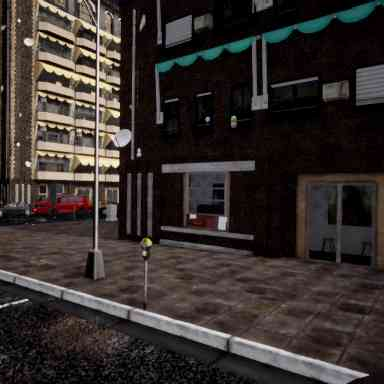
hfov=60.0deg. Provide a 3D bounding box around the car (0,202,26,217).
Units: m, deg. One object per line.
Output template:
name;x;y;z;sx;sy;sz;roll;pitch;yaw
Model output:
car;-17.451;1.627;32.131;2.008;1.369;4.403;1;0;36

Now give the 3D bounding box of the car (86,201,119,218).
car;-7.427;1.826;31.604;1.947;1.339;4.313;1;0;36

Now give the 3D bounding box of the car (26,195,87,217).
car;-13.152;1.374;33.576;2.150;2.045;5.566;1;0;37

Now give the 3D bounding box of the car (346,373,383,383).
car;2.672;1.551;1.108;4.403;1.369;2.008;0;1;36
